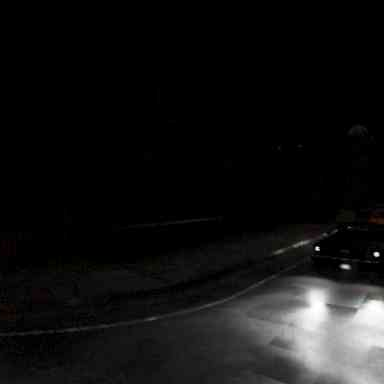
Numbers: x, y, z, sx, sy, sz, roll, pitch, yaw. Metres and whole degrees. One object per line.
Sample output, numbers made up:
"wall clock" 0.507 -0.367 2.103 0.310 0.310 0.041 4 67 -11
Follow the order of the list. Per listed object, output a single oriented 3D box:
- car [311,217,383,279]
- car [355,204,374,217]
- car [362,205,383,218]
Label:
"car" 5.323 1.690 10.596 1.895 1.301 4.718 0 -1 35
"car" 16.518 1.851 31.255 1.816 1.474 4.193 7 3 33
"car" 11.296 1.700 18.977 1.882 1.535 5.008 0 -1 35
